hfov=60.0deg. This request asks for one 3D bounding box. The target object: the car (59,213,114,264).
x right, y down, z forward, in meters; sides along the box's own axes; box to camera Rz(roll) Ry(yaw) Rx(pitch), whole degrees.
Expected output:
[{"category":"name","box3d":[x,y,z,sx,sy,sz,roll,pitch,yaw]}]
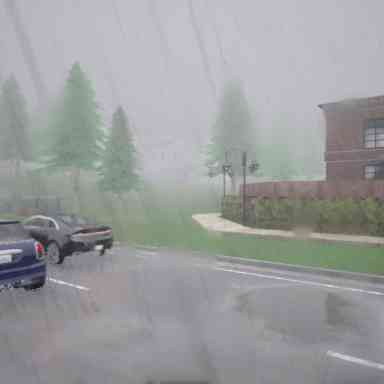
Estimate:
[{"category":"car","box3d":[-4.849,1.492,11.656,4.902,1.511,2.128,0,0,35]}]

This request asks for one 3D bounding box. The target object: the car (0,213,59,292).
[{"category":"car","box3d":[-5.467,1.352,7.810,4.553,1.767,2.097,0,0,35]}]
